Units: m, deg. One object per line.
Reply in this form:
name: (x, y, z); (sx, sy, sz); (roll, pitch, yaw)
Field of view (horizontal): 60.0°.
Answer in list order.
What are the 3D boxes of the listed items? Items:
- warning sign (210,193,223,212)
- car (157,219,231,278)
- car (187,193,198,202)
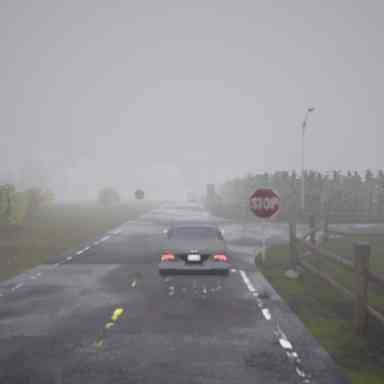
warning sign: (2.452, 1.021, 33.467); (1.300, 1.860, 1.060); (0, 0, 0)
car: (0.063, 1.522, 10.005); (2.033, 1.411, 5.357); (0, 0, 0)
car: (0.008, 1.342, 65.918); (1.994, 1.385, 4.181); (0, 0, 0)
